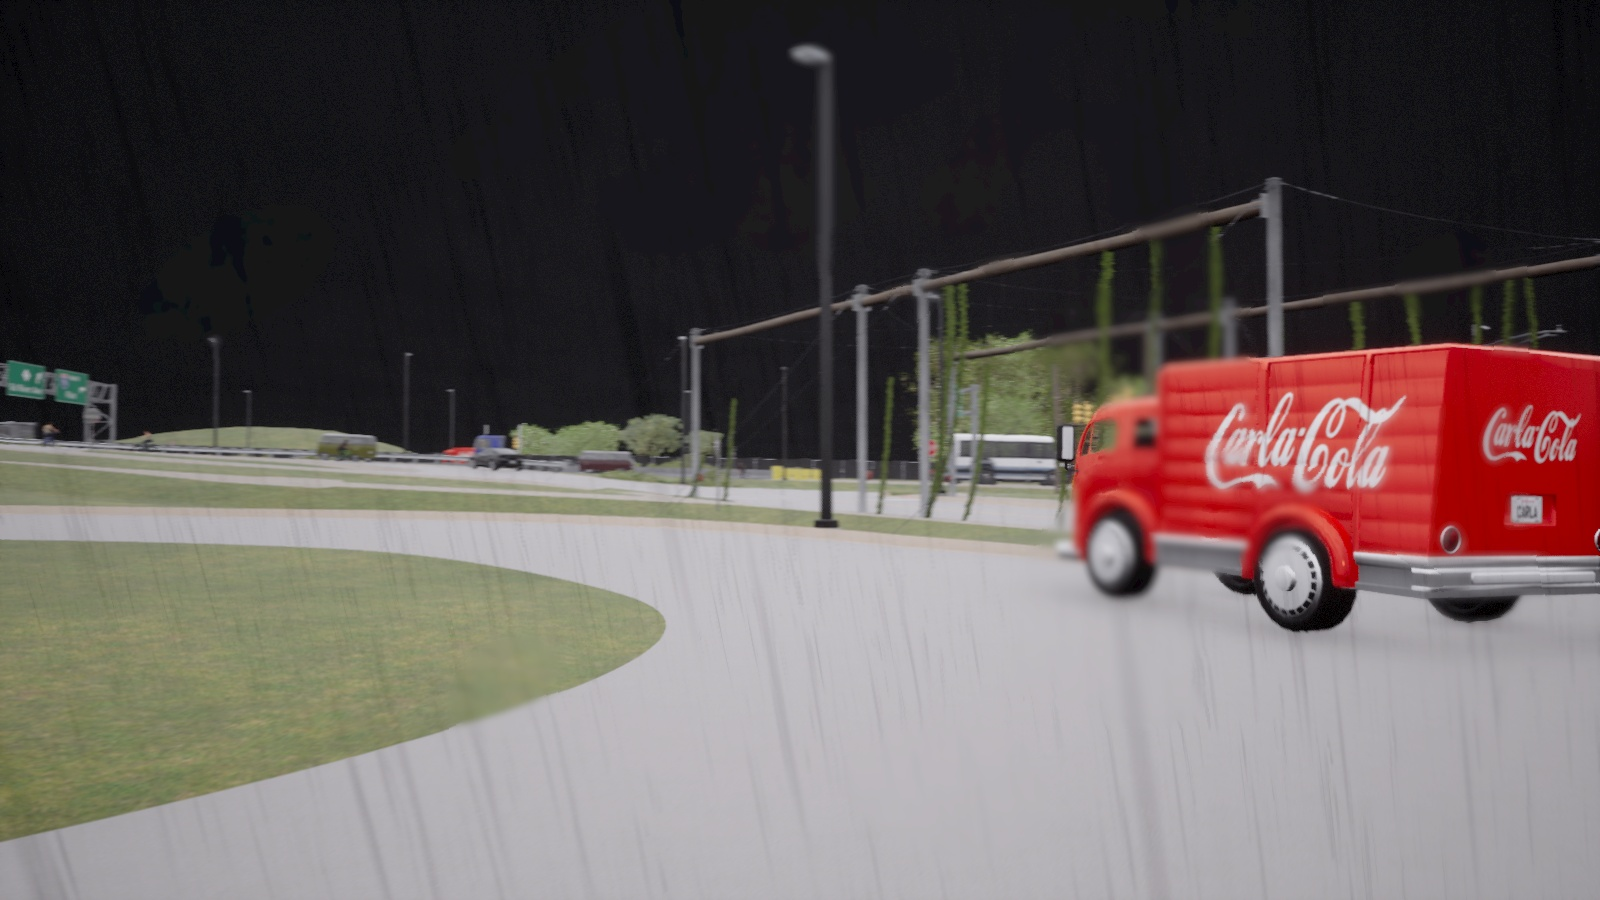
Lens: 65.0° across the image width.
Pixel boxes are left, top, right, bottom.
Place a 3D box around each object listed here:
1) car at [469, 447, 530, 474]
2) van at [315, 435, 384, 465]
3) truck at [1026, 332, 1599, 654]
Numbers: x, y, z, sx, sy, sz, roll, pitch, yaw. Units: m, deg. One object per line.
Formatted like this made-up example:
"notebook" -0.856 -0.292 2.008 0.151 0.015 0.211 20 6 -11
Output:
"car" -19.702 0.677 82.268 1.882 1.535 5.008 1 1 -39
"van" -32.682 0.020 91.075 4.442 1.987 1.775 2 -1 18
"truck" 4.867 0.370 12.539 2.627 2.467 5.204 1 -1 -24
